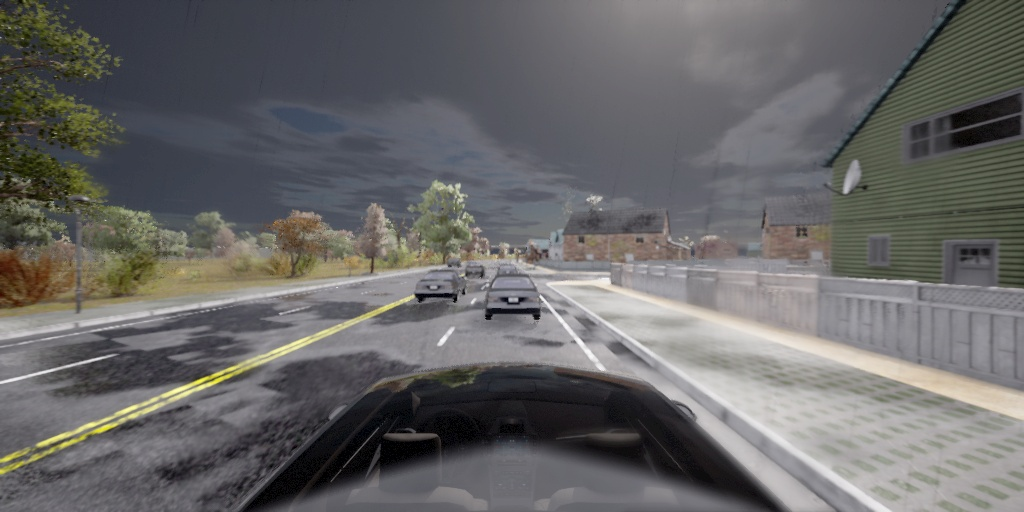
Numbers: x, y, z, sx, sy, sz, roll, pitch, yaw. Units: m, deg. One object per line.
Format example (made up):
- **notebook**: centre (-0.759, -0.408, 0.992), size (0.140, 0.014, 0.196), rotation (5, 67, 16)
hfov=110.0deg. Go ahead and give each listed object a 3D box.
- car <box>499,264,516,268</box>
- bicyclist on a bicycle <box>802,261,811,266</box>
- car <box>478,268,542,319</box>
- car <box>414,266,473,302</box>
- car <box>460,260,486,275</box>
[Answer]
- **car**: centre (-0.410, 1.432, 32.455), size (2.033, 1.411, 5.357), rotation (0, 0, -1)
- **bicyclist on a bicycle**: centre (18.046, 1.129, 21.973), size (0.582, 1.620, 1.656), rotation (0, 1, 29)
- **car**: centre (0.007, 1.349, 13.062), size (2.033, 1.411, 5.357), rotation (0, 0, -1)
- **car**: centre (-3.314, 1.371, 17.481), size (2.033, 1.411, 5.357), rotation (0, 0, -1)
- **car**: centre (-3.786, 1.400, 37.459), size (2.128, 1.511, 4.902), rotation (0, 0, -1)
